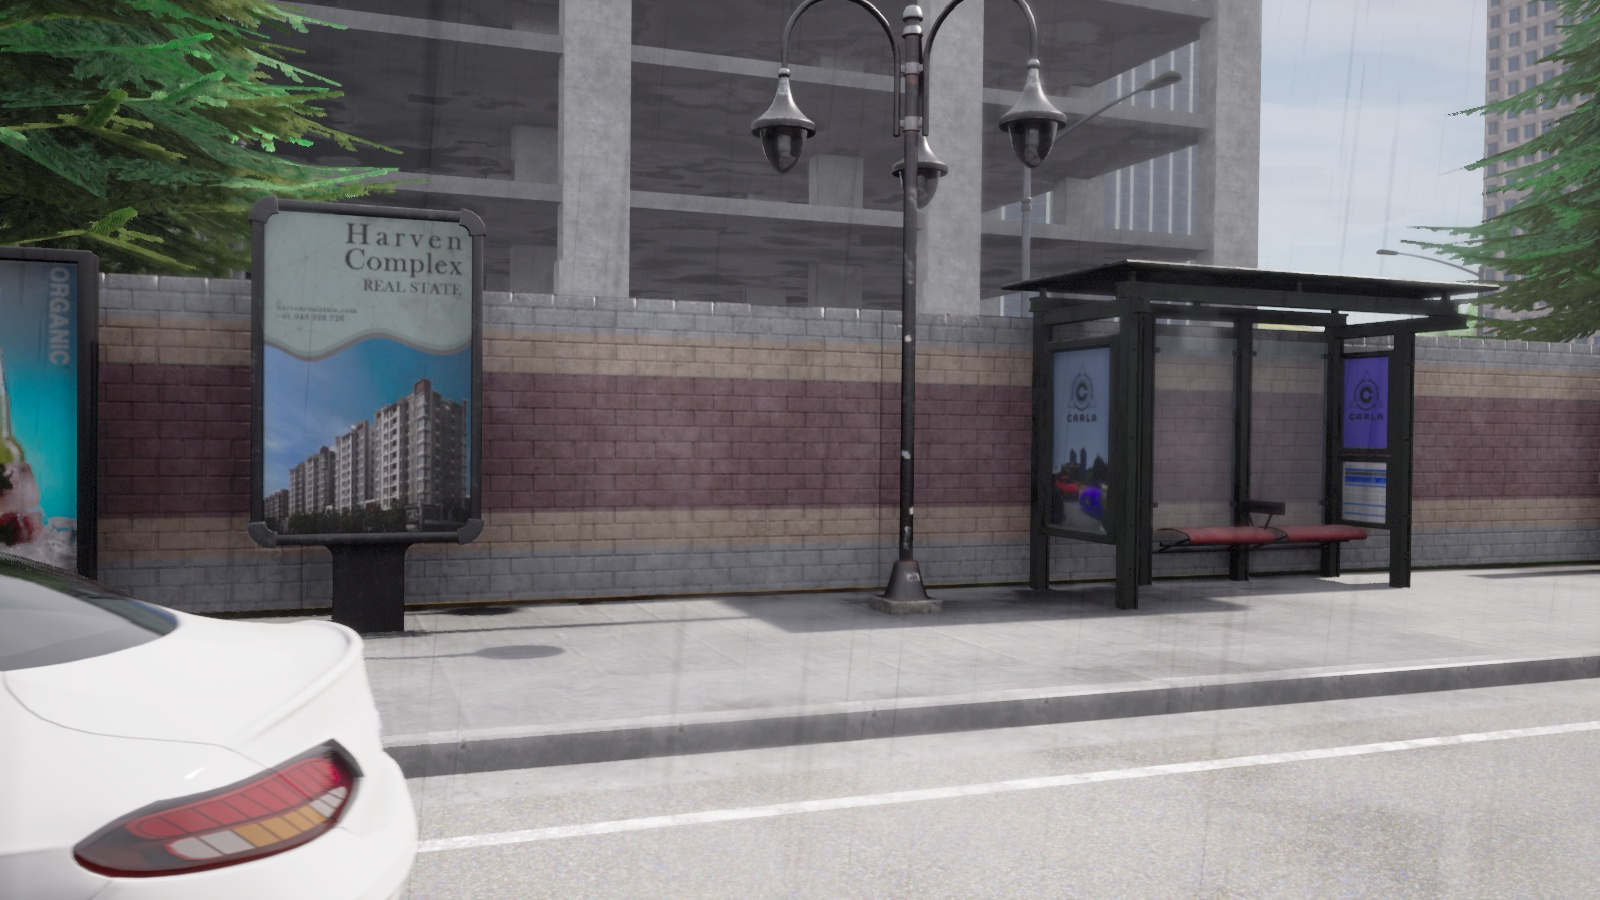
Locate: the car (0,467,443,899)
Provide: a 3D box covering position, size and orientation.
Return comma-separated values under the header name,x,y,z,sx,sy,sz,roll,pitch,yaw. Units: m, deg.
name,x,y,z,sx,sy,sz,roll,pitch,yaw
car,-3.087,0.824,2.067,4.674,1.442,1.812,-1,1,-21
